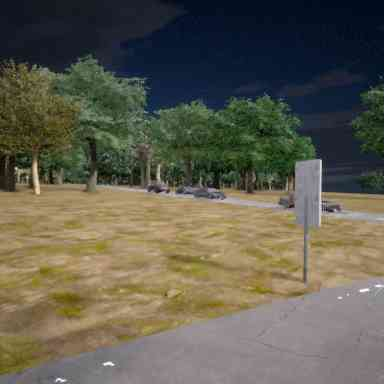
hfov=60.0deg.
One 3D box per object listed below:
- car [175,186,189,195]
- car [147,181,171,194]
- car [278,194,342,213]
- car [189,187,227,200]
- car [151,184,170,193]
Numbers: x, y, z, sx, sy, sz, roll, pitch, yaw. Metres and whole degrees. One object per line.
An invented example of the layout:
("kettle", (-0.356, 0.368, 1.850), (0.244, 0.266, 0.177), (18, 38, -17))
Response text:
("car", (-1.072, -0.233, 52.733), (1.994, 1.385, 4.181), (2, 2, -28))
("car", (-5.471, -0.816, 54.419), (2.150, 2.045, 5.566), (2, 2, -29))
("car", (9.387, 0.858, 27.028), (2.033, 1.411, 5.357), (2, 2, -29))
("car", (2.092, 0.203, 40.381), (2.033, 1.411, 5.357), (2, 2, -29))
("car", (-5.834, -0.662, 61.321), (1.994, 1.385, 4.181), (2, 2, -29))
